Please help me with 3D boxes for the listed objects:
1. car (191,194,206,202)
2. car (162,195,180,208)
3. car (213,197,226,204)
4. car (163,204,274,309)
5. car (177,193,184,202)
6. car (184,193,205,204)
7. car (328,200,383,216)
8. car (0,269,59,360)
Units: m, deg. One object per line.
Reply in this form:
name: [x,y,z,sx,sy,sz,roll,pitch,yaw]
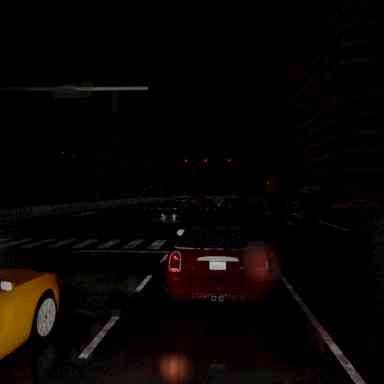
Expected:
car: [1.566,1.355,78.834,2.097,1.767,4.553,0,0,20]
car: [-3.175,1.525,47.749,1.812,1.442,4.674,0,0,3]
car: [4.018,1.525,49.005,1.812,1.442,4.674,0,0,5]
car: [0.656,1.352,8.121,2.097,1.767,4.553,0,0,5]
car: [-1.920,1.223,63.728,2.150,2.045,5.566,0,0,6]
car: [0.421,1.351,47.954,2.097,1.767,4.553,0,0,5]
car: [16.342,1.533,33.425,5.008,1.535,1.882,0,0,5]
car: [-3.262,1.478,3.519,1.882,1.535,5.008,0,0,5]
